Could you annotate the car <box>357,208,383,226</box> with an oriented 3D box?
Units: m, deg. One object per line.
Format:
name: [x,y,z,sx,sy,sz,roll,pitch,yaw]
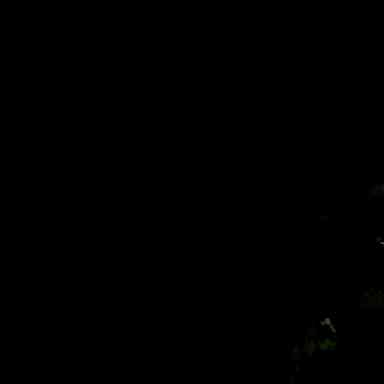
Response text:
car: [10.932,1.683,18.799,1.837,1.490,4.892,-3,-2,8]
